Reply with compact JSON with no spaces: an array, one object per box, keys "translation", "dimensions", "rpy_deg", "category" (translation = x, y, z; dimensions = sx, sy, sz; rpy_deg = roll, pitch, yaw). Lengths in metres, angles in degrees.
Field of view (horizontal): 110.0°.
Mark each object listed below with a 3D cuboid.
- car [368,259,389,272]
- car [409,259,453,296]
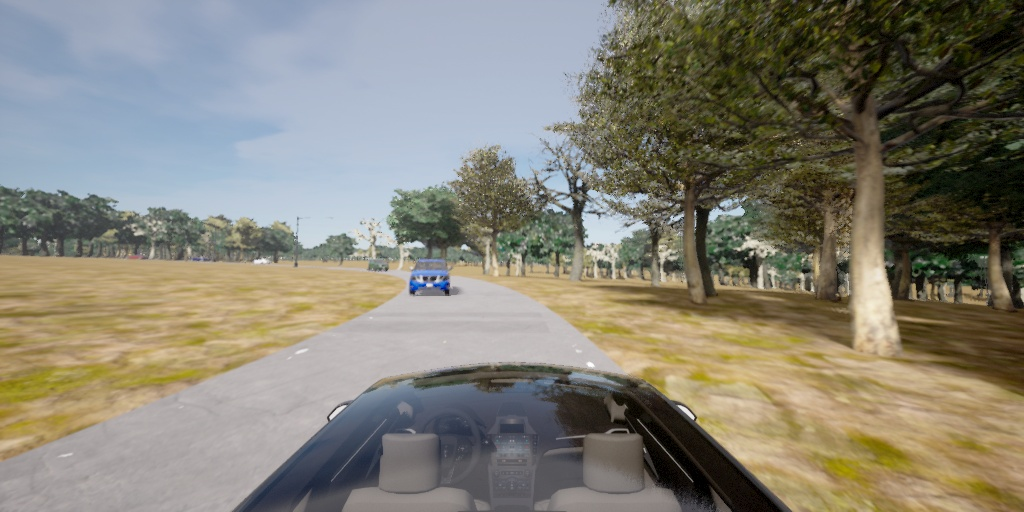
[{"translation":[-22.237,1.524,59.609],"dimensions":[2.150,2.045,5.566],"rpy_deg":[1,-1,-37],"category":"car"},{"translation":[-4.767,1.177,21.246],"dimensions":[2.150,2.045,5.566],"rpy_deg":[0,-1,-11],"category":"car"}]
